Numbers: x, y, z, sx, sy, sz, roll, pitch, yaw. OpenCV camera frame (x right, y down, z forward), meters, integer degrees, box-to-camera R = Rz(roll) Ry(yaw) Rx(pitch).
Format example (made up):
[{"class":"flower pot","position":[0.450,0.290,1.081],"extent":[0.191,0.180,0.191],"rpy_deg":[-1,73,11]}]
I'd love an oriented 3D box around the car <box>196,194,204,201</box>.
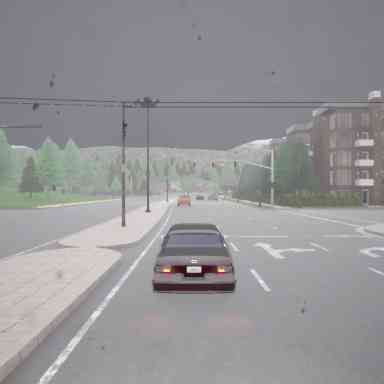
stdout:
[{"class":"car","position":[2.055,1.477,85.558],"extent":[1.882,1.535,5.008],"rpy_deg":[0,0,0]}]

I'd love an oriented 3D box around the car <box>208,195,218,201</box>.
[{"class":"car","position":[5.555,1.539,85.562],"extent":[2.033,1.411,5.357],"rpy_deg":[0,0,0]}]

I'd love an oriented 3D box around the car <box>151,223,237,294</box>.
[{"class":"car","position":[0.050,1.547,8.951],"extent":[2.033,1.411,5.357],"rpy_deg":[0,0,0]}]

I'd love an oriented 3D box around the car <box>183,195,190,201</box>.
[{"class":"car","position":[-1.445,1.523,85.522],"extent":[1.812,1.442,4.674],"rpy_deg":[0,0,0]}]

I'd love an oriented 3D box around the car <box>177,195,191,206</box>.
[{"class":"car","position":[-1.309,1.352,54.697],"extent":[2.097,1.767,4.553],"rpy_deg":[0,0,-1]}]
